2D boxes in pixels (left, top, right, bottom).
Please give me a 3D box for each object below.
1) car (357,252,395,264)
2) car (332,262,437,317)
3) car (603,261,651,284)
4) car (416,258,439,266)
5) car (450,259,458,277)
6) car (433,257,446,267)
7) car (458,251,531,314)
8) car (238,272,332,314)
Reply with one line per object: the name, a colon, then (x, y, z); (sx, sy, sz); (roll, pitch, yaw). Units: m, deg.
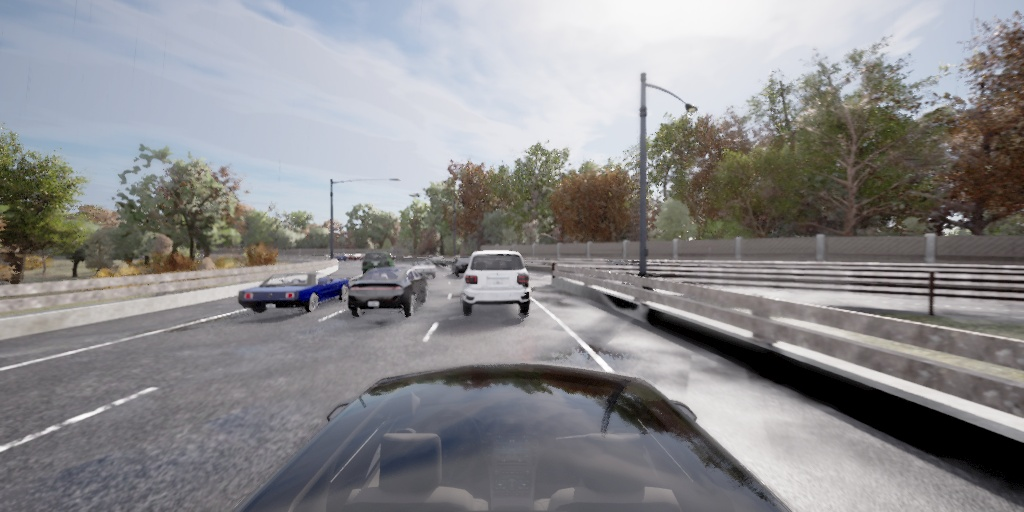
car: (-10.984, 0.680, 29.581); (2.150, 2.045, 5.566); (0, 1, -15)
car: (-4.133, 1.128, 12.606); (2.128, 1.511, 4.902); (0, 1, -5)
car: (6.746, 1.028, 23.619); (1.812, 1.442, 4.674); (-1, 1, -42)
car: (-7.229, 1.051, 29.073); (1.895, 1.301, 4.718); (-1, 1, -15)
car: (-4.105, 0.934, 30.760); (1.837, 1.490, 4.892); (0, 1, -15)
car: (-10.304, 0.838, 48.052); (1.895, 1.301, 4.718); (0, 1, -26)
car: (-0.659, 0.841, 13.218); (2.150, 2.045, 5.566); (0, 0, -5)
car: (-7.696, 1.238, 13.304); (1.895, 1.301, 4.718); (0, 1, -6)
